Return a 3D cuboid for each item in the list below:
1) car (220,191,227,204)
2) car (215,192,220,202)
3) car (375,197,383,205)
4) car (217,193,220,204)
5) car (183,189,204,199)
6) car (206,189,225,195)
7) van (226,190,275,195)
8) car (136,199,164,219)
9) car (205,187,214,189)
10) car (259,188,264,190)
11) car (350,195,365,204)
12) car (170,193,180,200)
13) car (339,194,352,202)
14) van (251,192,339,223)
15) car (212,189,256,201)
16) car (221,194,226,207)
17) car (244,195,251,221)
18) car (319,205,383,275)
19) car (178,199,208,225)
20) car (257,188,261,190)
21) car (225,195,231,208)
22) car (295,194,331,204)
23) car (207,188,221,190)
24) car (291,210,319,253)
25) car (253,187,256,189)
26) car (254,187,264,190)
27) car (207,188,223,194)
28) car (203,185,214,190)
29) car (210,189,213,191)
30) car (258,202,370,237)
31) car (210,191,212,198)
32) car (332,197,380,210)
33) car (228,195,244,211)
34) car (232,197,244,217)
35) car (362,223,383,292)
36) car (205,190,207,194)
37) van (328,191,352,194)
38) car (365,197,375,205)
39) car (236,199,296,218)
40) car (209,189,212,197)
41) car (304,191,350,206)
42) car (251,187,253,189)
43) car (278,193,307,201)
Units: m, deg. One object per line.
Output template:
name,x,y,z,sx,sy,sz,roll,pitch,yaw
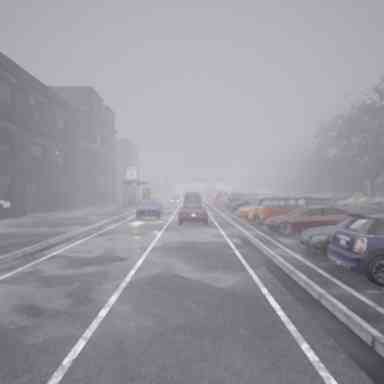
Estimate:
car,6.242,1.112,42.340,4.553,1.767,2.185,0,0,0
car,6.287,1.194,47.783,5.008,1.535,2.097,0,0,0
car,19.276,1.092,28.279,5.566,2.045,2.435,0,0,0
car,6.468,1.213,44.999,5.366,1.575,1.946,0,0,0
car,0.064,0.954,40.545,2.150,2.045,5.566,0,1,0
car,6.442,-0.001,92.355,5.008,1.535,2.097,0,3,0
van,6.370,1.056,36.647,4.442,1.987,1.878,0,0,0
car,-3.359,1.311,27.159,1.882,1.535,5.008,0,0,0
car,6.421,0.278,86.779,4.892,1.521,2.231,0,3,0
car,19.483,0.503,81.348,5.008,1.535,2.097,0,2,0
car,19.330,1.303,33.851,4.892,1.521,2.231,0,0,0
car,-3.402,0.888,68.503,2.033,1.411,5.357,0,1,0
car,19.339,1.281,36.636,5.008,1.535,2.097,0,0,0
van,6.079,1.175,20.012,4.442,1.987,1.878,0,0,0
car,6.330,0.921,50.564,5.566,2.045,2.435,0,0,0
car,6.270,1.261,39.433,4.892,1.521,2.231,0,0,0
car,6.174,1.257,22.732,4.553,1.767,2.185,0,0,0
car,6.126,1.347,8.817,4.553,1.767,2.185,0,0,0
car,0.093,1.426,23.051,1.994,1.385,4.181,0,0,0
car,19.469,0.422,84.139,4.792,1.488,2.163,0,3,0
car,6.249,1.302,33.866,5.008,1.535,2.097,0,0,0
car,19.387,1.149,53.468,5.008,1.535,2.097,0,1,0
car,6.367,0.488,78.420,4.553,1.767,2.185,0,2,0
car,6.169,1.495,11.600,4.674,1.452,2.002,0,0,0
car,19.703,0.136,89.582,5.366,1.575,1.946,0,3,0
car,19.693,0.271,86.790,5.366,1.575,1.946,0,3,0
car,6.488,-0.279,95.123,4.553,1.767,2.185,0,3,0
car,6.466,-0.109,89.552,5.566,2.045,2.435,0,3,0
car,6.391,0.811,67.283,4.553,1.767,2.185,0,1,0
car,6.157,1.449,17.166,4.792,1.488,2.163,0,0,0
car,6.334,1.046,61.710,5.008,1.535,2.097,0,1,0
car,19.346,1.300,39.421,4.674,1.452,2.002,0,0,0
car,6.229,1.323,31.083,5.008,1.535,2.097,0,0,0
car,6.030,1.360,25.517,5.366,1.575,1.946,0,0,0
car,6.154,1.489,6.033,4.892,1.521,2.231,0,0,0
car,6.389,0.430,84.004,4.792,1.488,2.163,0,2,0
van,19.246,0.990,44.989,4.442,1.987,1.878,0,0,0
car,19.343,1.352,31.068,4.792,1.488,2.163,0,0,0
car,6.227,1.384,28.300,4.674,1.452,2.002,0,0,0
car,6.401,0.744,70.062,4.553,1.767,2.185,0,1,0
car,19.344,0.943,47.774,5.566,2.045,2.435,0,0,0
car,19.556,0.025,92.373,4.792,1.488,2.163,0,3,0
car,19.436,0.991,64.624,5.008,1.535,2.097,0,1,0
